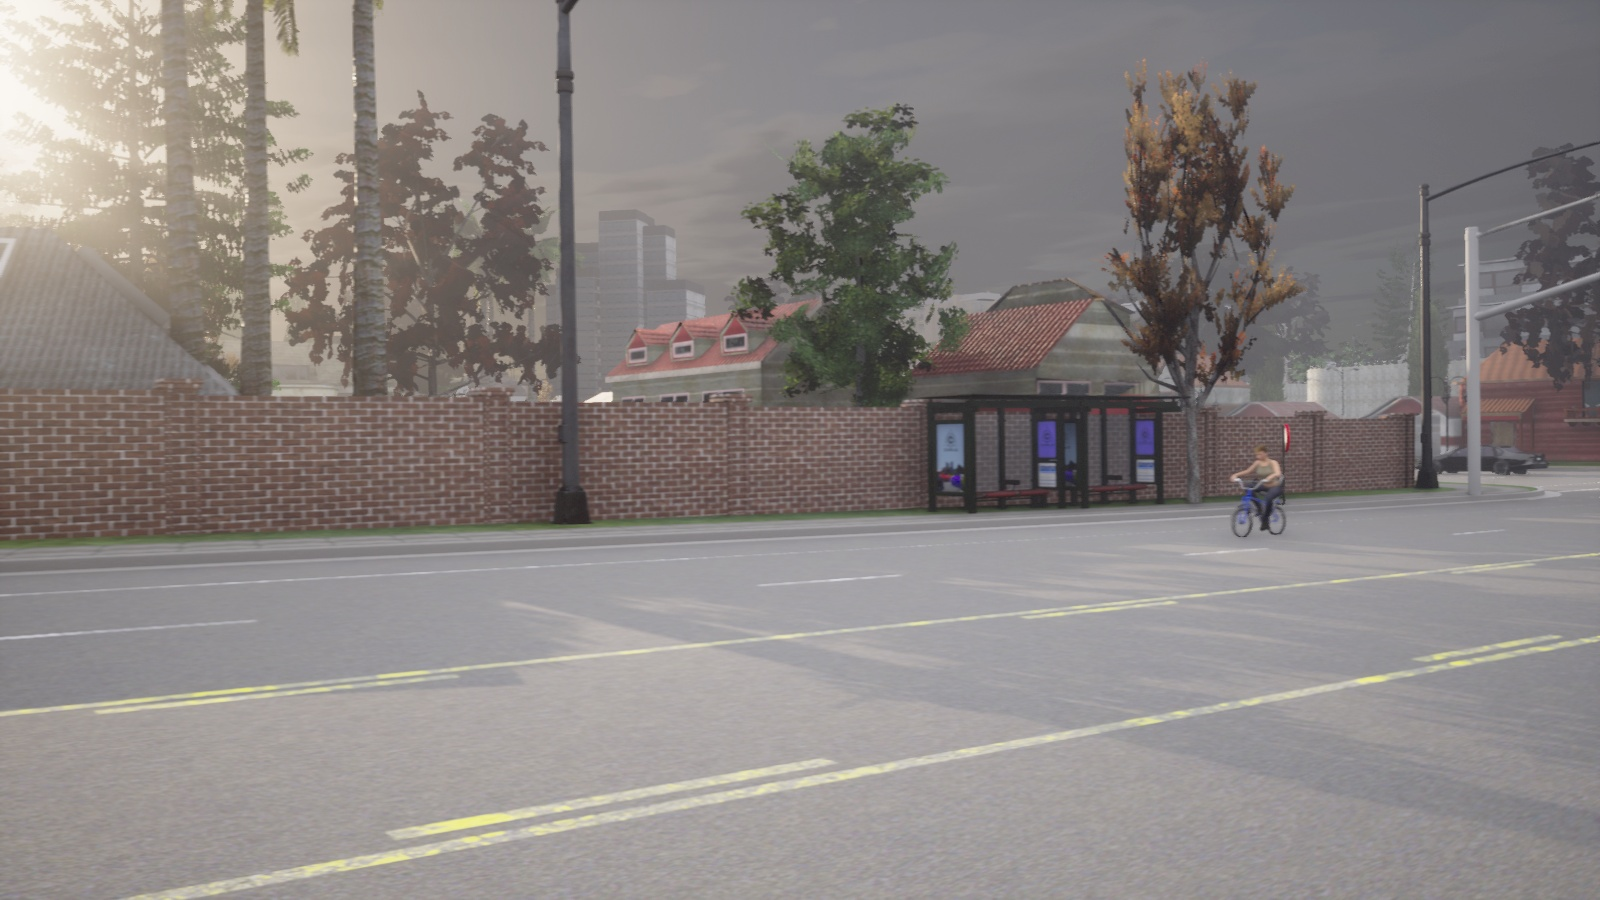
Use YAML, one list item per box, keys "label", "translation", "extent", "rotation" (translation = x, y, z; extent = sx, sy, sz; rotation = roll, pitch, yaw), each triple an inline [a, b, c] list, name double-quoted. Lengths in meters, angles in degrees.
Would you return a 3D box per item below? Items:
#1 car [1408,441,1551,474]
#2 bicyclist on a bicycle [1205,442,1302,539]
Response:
- label: "car"
  translation: [31.022, 0.315, 57.490]
  extent: [2.033, 1.411, 5.357]
  rotation: [-1, 1, -36]
- label: "bicyclist on a bicycle"
  translation: [7.902, 0.681, 21.885]
  extent: [1.509, 1.612, 0.866]
  rotation: [-1, 0, -34]
